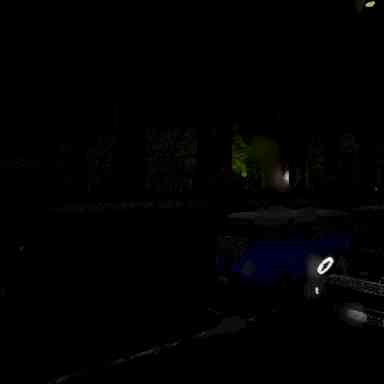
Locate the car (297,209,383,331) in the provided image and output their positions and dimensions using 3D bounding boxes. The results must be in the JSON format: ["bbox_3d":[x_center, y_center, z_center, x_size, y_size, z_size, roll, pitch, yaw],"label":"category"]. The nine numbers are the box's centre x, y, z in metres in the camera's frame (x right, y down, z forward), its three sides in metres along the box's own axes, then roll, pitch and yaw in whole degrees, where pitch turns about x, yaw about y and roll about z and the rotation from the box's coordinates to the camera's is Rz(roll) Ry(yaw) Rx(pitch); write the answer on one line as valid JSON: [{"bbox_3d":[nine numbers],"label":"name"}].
[{"bbox_3d":[4.426,1.351,6.546,4.553,1.767,2.097,0,0,-36],"label":"car"}]

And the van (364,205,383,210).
[{"bbox_3d":[6.970,1.338,11.525,3.998,1.788,1.690,0,0,-36],"label":"van"}]

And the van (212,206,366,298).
[{"bbox_3d":[2.368,1.340,8.234,3.998,1.788,1.690,0,0,-36],"label":"van"}]
